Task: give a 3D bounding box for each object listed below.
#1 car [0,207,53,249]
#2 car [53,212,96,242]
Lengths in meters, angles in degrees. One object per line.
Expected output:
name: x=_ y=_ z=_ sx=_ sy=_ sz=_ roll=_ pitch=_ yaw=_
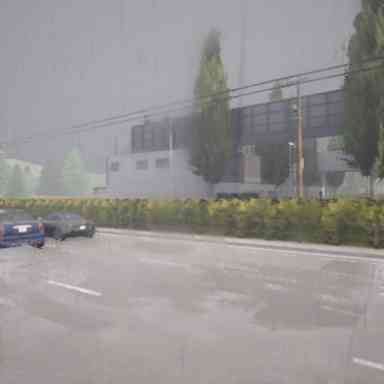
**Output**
car: x=-8.312 y=1.522 z=14.193 sx=4.553 sy=1.767 sz=2.097 roll=-1 pitch=-1 yaw=36
car: x=-7.021 y=1.746 z=17.579 sx=4.181 sy=1.385 sz=1.994 roll=-1 pitch=0 yaw=36
